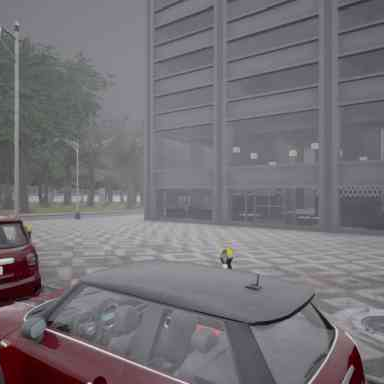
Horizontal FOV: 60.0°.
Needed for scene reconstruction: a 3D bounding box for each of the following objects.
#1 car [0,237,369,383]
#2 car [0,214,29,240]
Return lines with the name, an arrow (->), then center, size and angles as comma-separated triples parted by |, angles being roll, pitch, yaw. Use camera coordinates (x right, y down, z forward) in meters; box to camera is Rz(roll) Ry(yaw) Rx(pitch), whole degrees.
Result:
car -> -0.551, 1.440, 3.351 | 4.097, 1.590, 1.967 | 0, 0, 35
car -> -4.984, 1.315, 6.501 | 5.009, 1.841, 2.192 | 0, 0, 35
